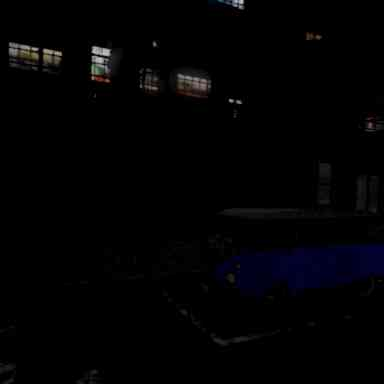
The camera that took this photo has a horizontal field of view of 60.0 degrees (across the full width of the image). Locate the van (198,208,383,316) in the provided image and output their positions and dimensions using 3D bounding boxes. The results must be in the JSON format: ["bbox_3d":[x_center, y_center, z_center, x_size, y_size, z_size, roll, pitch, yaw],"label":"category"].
[{"bbox_3d":[2.153,1.219,6.783,3.998,1.788,1.690,1,2,-26],"label":"van"}]
